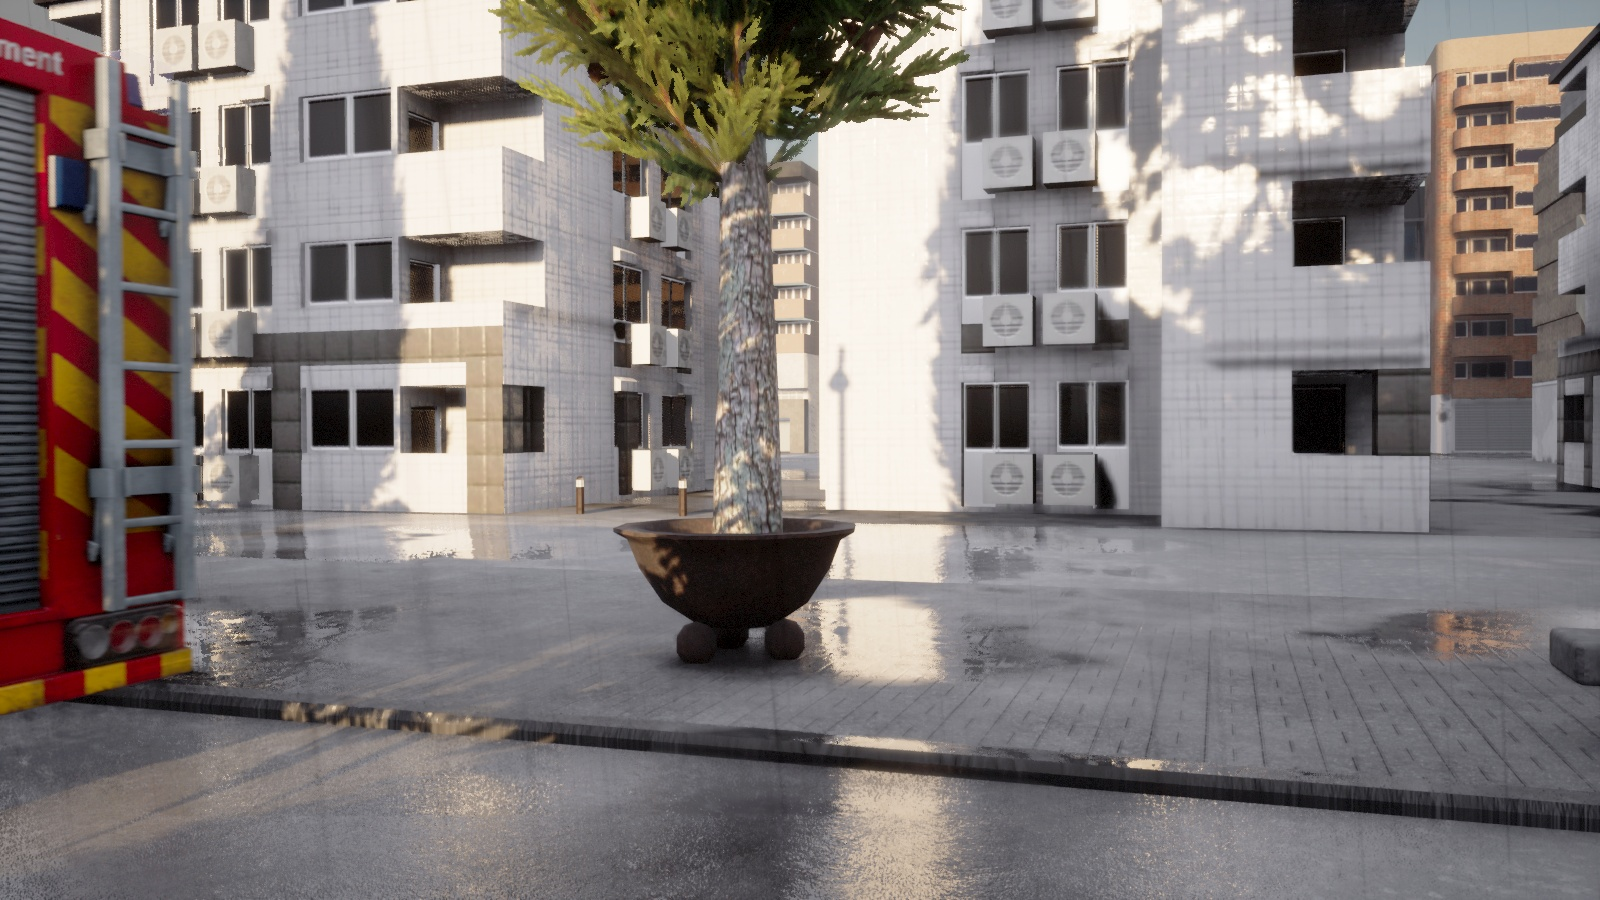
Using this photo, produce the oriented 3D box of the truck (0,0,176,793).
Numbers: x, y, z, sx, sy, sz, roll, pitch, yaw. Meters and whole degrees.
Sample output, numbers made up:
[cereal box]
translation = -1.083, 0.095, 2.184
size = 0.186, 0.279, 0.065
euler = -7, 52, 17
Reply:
[truck]
translation = -7.605, -0.467, 6.263
size = 8.468, 3.827, 2.891
euler = 1, 1, 19
